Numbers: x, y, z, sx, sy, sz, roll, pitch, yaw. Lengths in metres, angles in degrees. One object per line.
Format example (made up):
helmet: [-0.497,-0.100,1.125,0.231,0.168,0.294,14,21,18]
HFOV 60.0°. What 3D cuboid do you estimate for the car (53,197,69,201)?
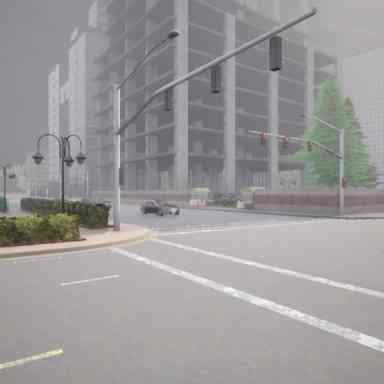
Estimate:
car: [-22.587,1.510,57.241,1.994,1.385,4.181,0,0,-36]

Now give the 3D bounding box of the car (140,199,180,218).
car: [-2.966,1.435,30.088,2.128,1.511,4.902,0,0,-36]

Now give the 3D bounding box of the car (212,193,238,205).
car: [4.993,1.114,53.464,1.905,1.878,3.866,0,0,-36]

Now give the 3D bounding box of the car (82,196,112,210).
car: [-11.738,1.436,42.163,2.128,1.511,4.902,0,0,-36]

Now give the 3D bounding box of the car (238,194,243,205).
car: [7.382,1.114,55.179,1.905,1.878,3.866,0,0,-36]
